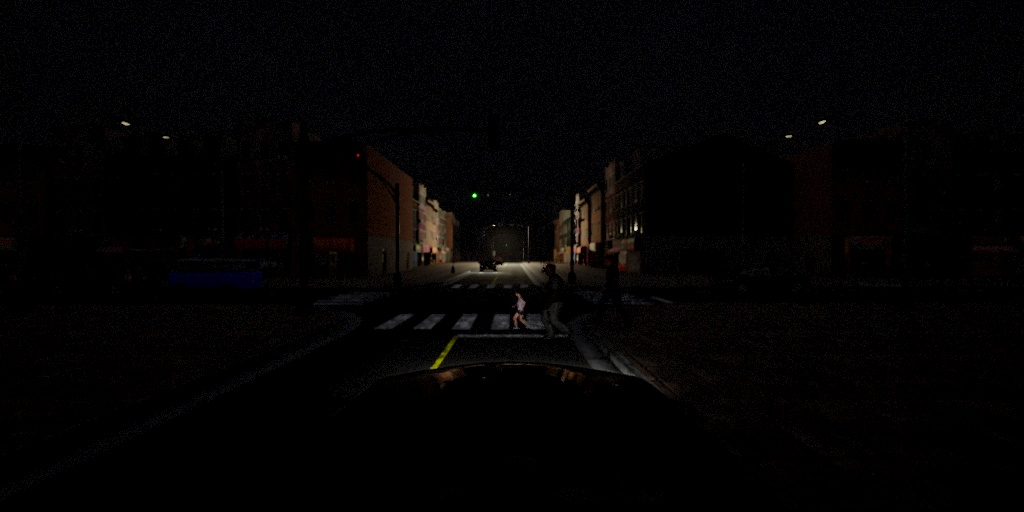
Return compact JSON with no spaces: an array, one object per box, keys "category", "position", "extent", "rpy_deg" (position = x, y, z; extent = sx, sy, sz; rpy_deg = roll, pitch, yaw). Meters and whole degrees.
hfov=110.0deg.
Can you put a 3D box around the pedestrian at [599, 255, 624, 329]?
[{"category":"pedestrian","position":[2.454,0.844,8.846],"extent":[0.375,1.860,0.375],"rpy_deg":[0,0,0]}]

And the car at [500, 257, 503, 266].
[{"category":"car","position":[-2.582,0.883,63.261],"extent":[1.882,1.535,5.008],"rpy_deg":[0,0,0]}]

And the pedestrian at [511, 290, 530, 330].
[{"category":"pedestrian","position":[0.247,1.373,9.455],"extent":[0.500,1.100,0.500],"rpy_deg":[0,0,0]}]

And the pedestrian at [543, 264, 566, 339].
[{"category":"pedestrian","position":[0.970,1.001,8.251],"extent":[0.375,1.860,0.375],"rpy_deg":[0,0,0]}]

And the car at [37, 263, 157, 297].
[{"category":"car","position":[-20.173,1.131,17.832],"extent":[4.097,1.591,1.967],"rpy_deg":[0,0,0]}]

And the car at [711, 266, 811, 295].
[{"category":"car","position":[12.304,1.162,17.894],"extent":[4.403,1.370,2.007],"rpy_deg":[0,0,0]}]

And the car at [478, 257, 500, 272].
[{"category":"car","position":[-2.724,1.017,41.515],"extent":[1.837,1.490,4.892],"rpy_deg":[0,0,0]}]

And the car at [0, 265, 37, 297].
[{"category":"car","position":[-25.648,1.146,17.822],"extent":[4.097,1.591,1.967],"rpy_deg":[0,0,0]}]

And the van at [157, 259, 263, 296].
[{"category":"van","position":[-14.698,1.017,17.843],"extent":[3.998,1.789,1.690],"rpy_deg":[0,0,0]}]
